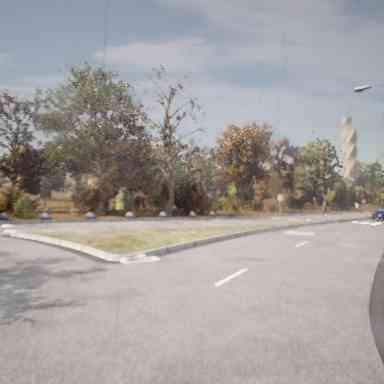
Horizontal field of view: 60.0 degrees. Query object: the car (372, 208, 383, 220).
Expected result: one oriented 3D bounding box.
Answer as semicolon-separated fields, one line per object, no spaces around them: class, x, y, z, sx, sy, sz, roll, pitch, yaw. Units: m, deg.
car;22.350;2.542;38.675;1.812;1.442;4.674;0;-2;41
